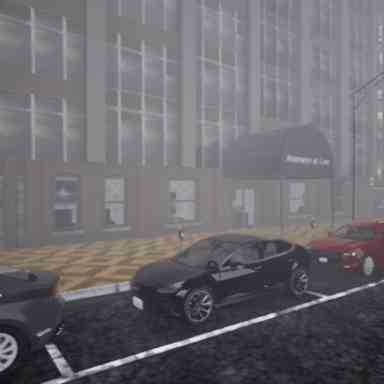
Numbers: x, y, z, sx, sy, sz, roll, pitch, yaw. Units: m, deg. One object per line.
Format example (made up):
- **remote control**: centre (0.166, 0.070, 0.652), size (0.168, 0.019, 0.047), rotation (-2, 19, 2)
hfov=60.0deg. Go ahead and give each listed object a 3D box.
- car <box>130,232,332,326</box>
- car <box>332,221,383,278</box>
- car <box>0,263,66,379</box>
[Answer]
- **car**: centre (0.822, 1.606, 7.154), size (4.313, 1.339, 1.947), rotation (1, -1, -35)
- **car**: centre (5.449, 1.634, 10.454), size (4.507, 1.381, 1.887), rotation (1, -1, -35)
- **car**: centre (-3.806, 1.543, 3.854), size (4.403, 1.369, 2.008), rotation (1, -1, -35)
